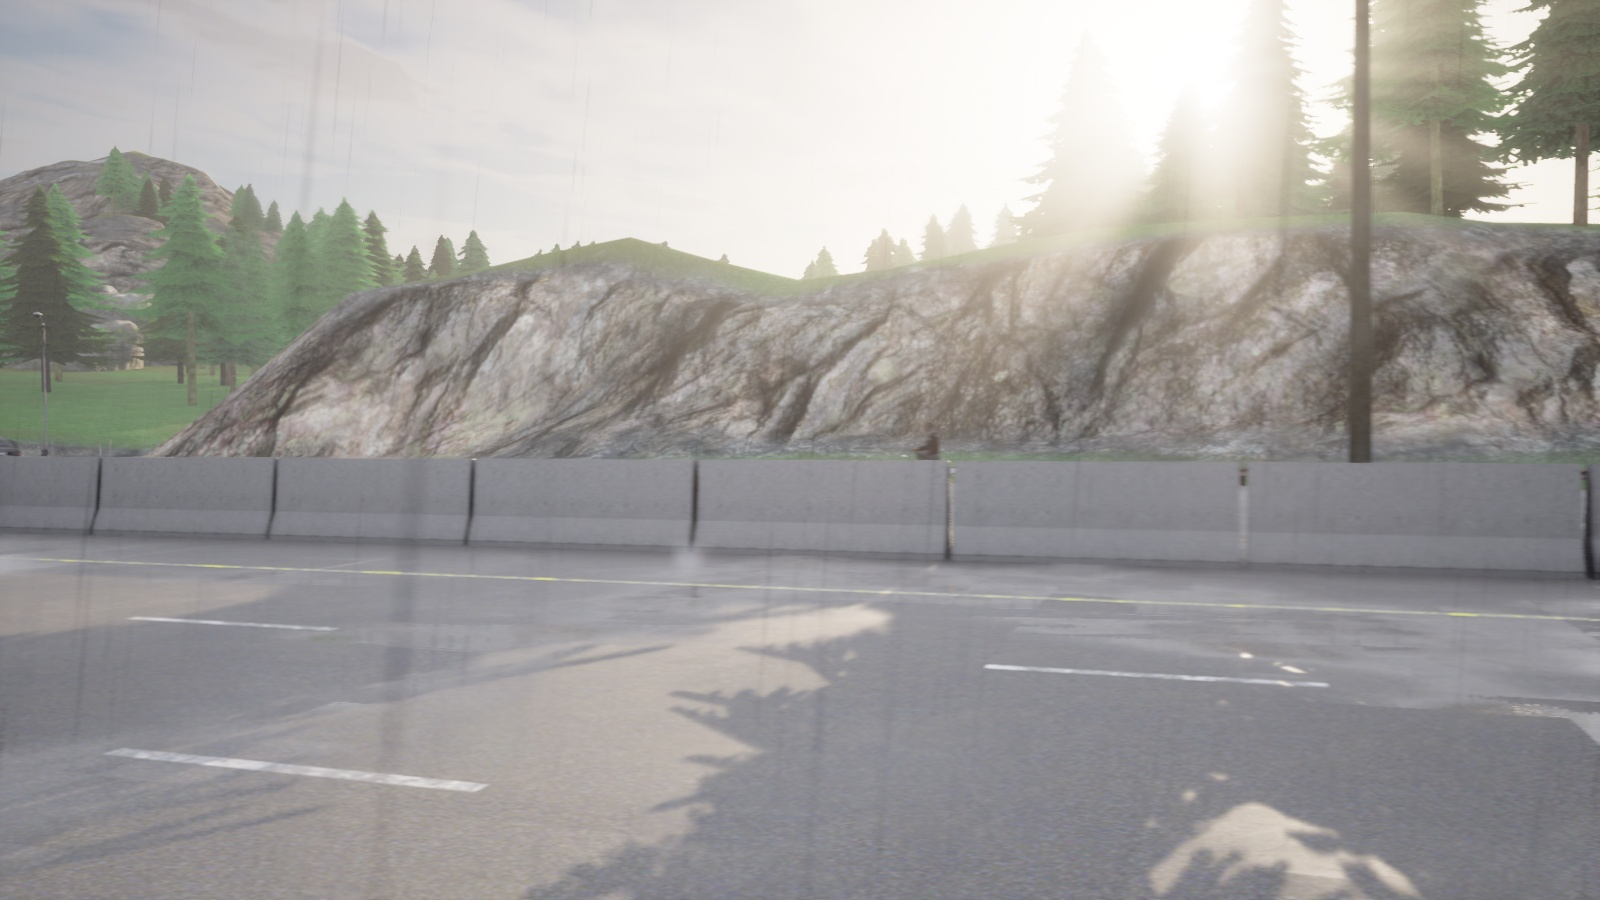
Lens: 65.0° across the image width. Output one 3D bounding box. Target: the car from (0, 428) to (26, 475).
[{"bbox_3d":[-28.251,0.022,42.237,3.705,1.549,1.789,1,1,19],"label":"car"}]
